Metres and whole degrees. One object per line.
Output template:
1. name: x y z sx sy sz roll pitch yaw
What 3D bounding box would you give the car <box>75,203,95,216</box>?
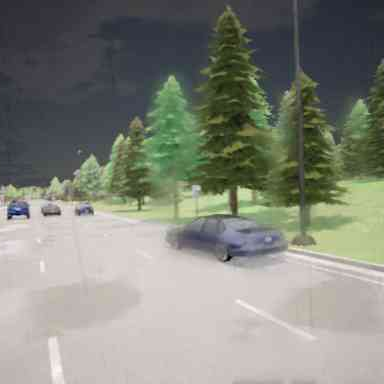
1. car: -13.158 2.101 40.655 1.812 1.442 4.674 -2 0 -25

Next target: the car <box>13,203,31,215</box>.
1. car: -25.170 2.516 49.376 2.128 1.511 4.902 -2 0 -25

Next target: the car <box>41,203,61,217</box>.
1. car: -17.559 2.298 41.754 1.994 1.385 4.181 -2 0 -25

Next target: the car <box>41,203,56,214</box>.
1. car: -21.922 2.439 50.678 1.812 1.442 4.674 -2 0 -25

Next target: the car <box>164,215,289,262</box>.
1. car: 0.957 1.546 12.192 2.033 1.411 5.357 -2 0 -33

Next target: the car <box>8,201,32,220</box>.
1. car: -19.540 2.015 37.753 2.150 2.045 5.566 -2 0 -25
